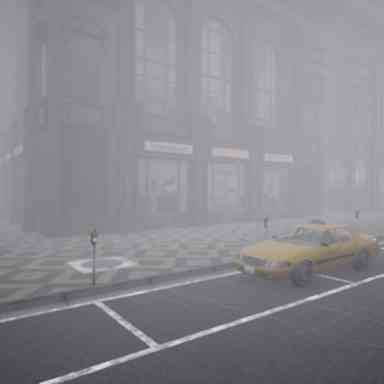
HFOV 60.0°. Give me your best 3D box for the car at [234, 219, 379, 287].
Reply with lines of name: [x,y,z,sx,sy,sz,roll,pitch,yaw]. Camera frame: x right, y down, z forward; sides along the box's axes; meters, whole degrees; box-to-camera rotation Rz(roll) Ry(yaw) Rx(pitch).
car: [3.292,1.463,9.130,4.829,1.417,1.752,-1,1,-36]
